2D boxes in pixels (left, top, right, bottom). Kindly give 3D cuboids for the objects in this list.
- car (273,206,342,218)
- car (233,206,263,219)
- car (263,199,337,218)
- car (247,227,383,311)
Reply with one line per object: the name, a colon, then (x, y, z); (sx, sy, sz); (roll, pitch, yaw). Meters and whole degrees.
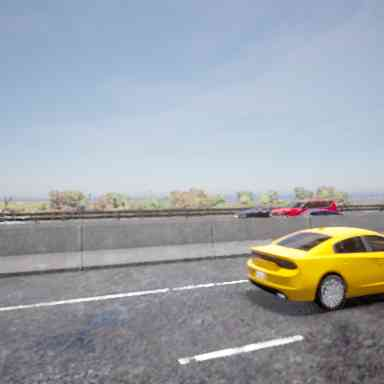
car: (7.812, 1.829, 21.047); (4.674, 1.442, 1.812); (0, -1, -22)
car: (5.759, 1.936, 27.763); (4.902, 1.511, 2.128); (0, -1, -22)
car: (8.505, 1.590, 25.096); (5.566, 2.045, 2.150); (0, -1, -22)
car: (3.728, 1.588, 7.914); (5.008, 1.535, 1.882); (0, -1, -22)
